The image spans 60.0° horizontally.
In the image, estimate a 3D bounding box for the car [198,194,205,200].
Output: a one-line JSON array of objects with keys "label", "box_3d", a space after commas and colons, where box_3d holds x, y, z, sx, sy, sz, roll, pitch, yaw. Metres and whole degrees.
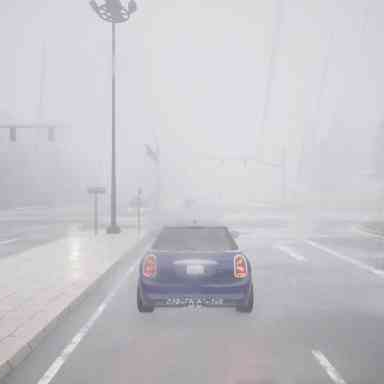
[{"label": "car", "box_3d": [2.694, 1.442, 95.544, 1.882, 1.535, 5.008, 0, 0, -1]}]

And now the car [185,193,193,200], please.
[{"label": "car", "box_3d": [-0.806, 1.189, 95.518, 2.150, 2.045, 5.566, 0, 0, -1]}]

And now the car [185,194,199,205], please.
[{"label": "car", "box_3d": [-0.157, 1.525, 54.658, 1.812, 1.442, 4.674, 0, 0, -1]}]

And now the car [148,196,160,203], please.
[{"label": "car", "box_3d": [-8.382, 1.547, 68.350, 2.033, 1.411, 5.357, 0, 0, -1]}]

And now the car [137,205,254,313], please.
[{"label": "car", "box_3d": [0.071, 1.352, 7.839, 2.097, 1.767, 4.553, 0, 0, 0]}]

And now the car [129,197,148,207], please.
[{"label": "car", "box_3d": [-8.196, 1.504, 49.903, 1.837, 1.490, 4.892, 0, 0, -1]}]

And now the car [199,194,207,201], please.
[{"label": "car", "box_3d": [2.858, 1.513, 85.220, 1.812, 1.442, 4.674, 0, 0, -1]}]

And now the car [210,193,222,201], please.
[{"label": "car", "box_3d": [6.362, 1.214, 84.949, 2.150, 2.045, 5.566, 0, 0, -1]}]
